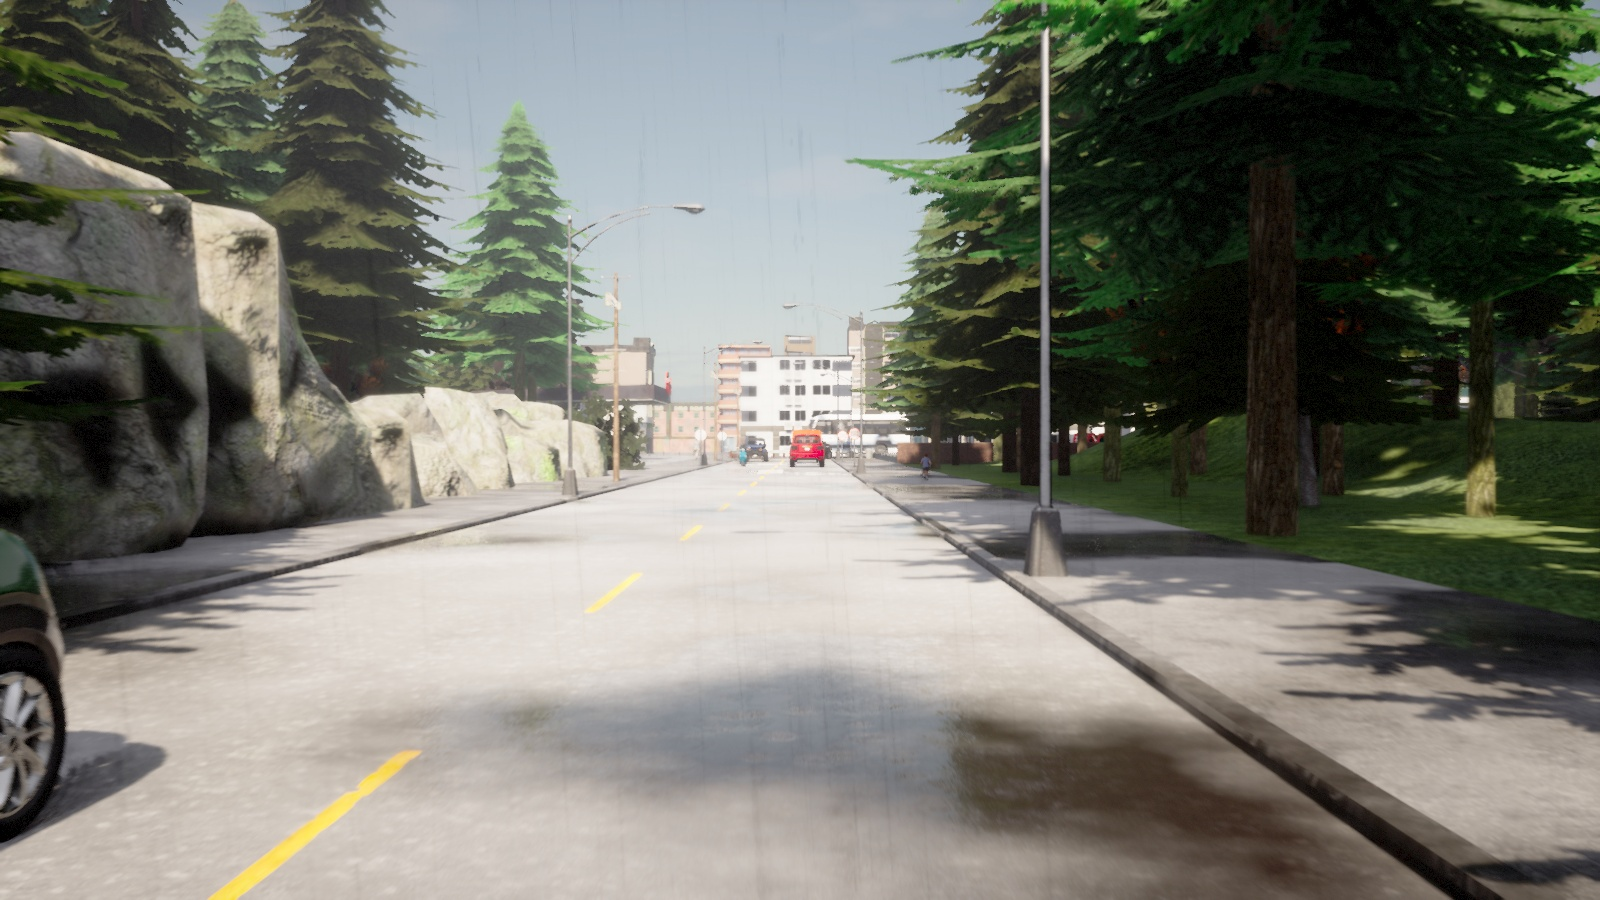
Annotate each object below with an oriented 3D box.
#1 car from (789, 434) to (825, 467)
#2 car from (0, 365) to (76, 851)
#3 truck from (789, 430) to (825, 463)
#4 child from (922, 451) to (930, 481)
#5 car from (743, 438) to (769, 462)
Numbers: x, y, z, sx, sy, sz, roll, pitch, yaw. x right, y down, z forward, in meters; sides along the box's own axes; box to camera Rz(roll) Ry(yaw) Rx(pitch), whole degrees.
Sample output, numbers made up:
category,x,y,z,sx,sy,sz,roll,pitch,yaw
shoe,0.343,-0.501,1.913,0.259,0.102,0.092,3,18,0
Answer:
category,x,y,z,sx,sy,sz,roll,pitch,yaw
car,0.450,0.019,79.316,2.150,2.045,5.566,0,0,0
car,-3.969,0.586,2.767,2.097,1.767,4.553,0,0,0
truck,0.518,-0.272,94.480,2.627,2.467,5.204,0,0,0
child,4.677,0.577,46.623,0.255,1.110,0.394,0,0,-5
car,-3.465,-0.018,98.853,1.905,1.878,3.866,0,0,0
